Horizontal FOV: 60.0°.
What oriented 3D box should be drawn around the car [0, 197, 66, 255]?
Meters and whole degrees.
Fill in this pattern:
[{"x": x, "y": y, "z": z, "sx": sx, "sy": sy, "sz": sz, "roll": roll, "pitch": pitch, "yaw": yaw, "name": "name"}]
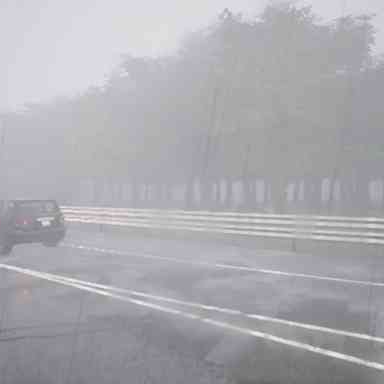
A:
[{"x": -7.462, "y": 1.223, "z": 13.523, "sx": 5.566, "sy": 2.045, "sz": 2.150, "roll": 0, "pitch": 0, "yaw": 35, "name": "car"}]
